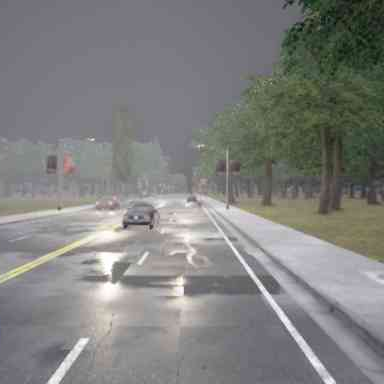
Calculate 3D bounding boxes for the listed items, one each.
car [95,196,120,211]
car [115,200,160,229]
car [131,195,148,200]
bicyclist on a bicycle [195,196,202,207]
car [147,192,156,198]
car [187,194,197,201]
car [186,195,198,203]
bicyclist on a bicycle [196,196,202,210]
[{"bbox_3d":[-9.853,1.252,39.091,2.097,1.767,4.553,0,0,0],"label":"car"},{"bbox_3d":[-3.159,1.492,21.285,2.033,1.411,5.357,0,0,0],"label":"car"},{"bbox_3d":[-6.608,1.445,40.374,2.033,1.411,5.357,0,0,0],"label":"car"},{"bbox_3d":[0.894,1.320,46.684,0.866,1.612,1.509,0,0,0],"label":"bicyclist on a bicycle"},{"bbox_3d":[-9.781,0.772,80.219,2.097,1.767,4.553,0,0,0],"label":"car"},{"bbox_3d":[-0.029,1.336,76.614,2.128,1.511,4.902,0,0,0],"label":"car"},{"bbox_3d":[0.011,1.347,63.143,1.837,1.490,4.892,0,0,1],"label":"car"},{"bbox_3d":[0.897,1.342,37.260,0.866,1.612,1.509,0,0,0],"label":"bicyclist on a bicycle"}]
